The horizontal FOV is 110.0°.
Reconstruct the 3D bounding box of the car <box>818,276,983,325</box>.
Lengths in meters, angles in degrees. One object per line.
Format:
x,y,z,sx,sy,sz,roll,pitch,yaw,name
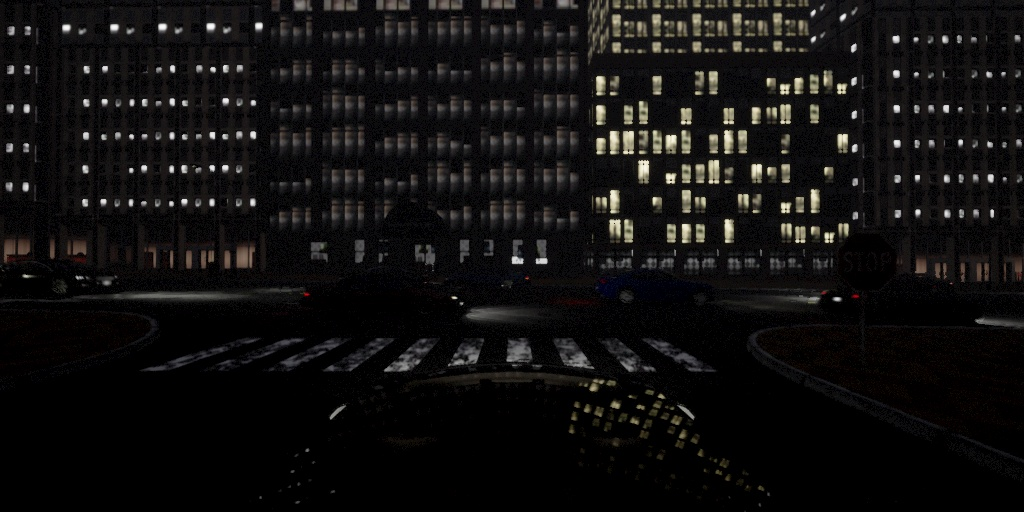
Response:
13.266,1.499,12.413,4.181,1.385,1.994,1,-1,0,car

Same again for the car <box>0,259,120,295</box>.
-20.686,0.909,16.166,4.902,1.511,2.128,1,-1,1,car

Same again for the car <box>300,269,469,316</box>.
-4.437,1.299,12.685,5.357,1.411,2.033,0,0,1,car

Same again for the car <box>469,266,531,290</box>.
-1.494,1.346,22.598,5.357,1.411,2.033,1,0,1,car

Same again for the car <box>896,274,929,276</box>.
19.726,1.668,19.055,4.181,1.385,1.994,1,-1,1,car

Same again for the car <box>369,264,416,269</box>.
-6.879,1.205,19.411,4.902,1.511,2.128,1,0,1,car

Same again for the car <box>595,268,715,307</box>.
6.218,1.302,15.797,5.008,1.535,1.882,1,-1,1,car
